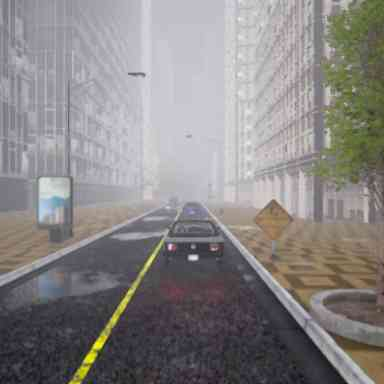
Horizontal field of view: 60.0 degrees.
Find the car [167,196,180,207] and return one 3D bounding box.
[{"bbox_3d":[-2.826,1.452,52.810,2.097,1.767,4.553,0,0,0],"label":"car"}]

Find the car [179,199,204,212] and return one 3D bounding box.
[{"bbox_3d":[0.072,1.528,29.794,1.882,1.535,5.008,0,0,0],"label":"car"}]

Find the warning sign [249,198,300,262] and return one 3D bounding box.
[{"bbox_3d":[2.517,1.131,10.324,1.300,1.860,1.060,0,0,0],"label":"warning sign"}]

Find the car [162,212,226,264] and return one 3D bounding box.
[{"bbox_3d":[0.061,1.619,11.837,1.895,1.301,4.718,0,0,0],"label":"car"}]
